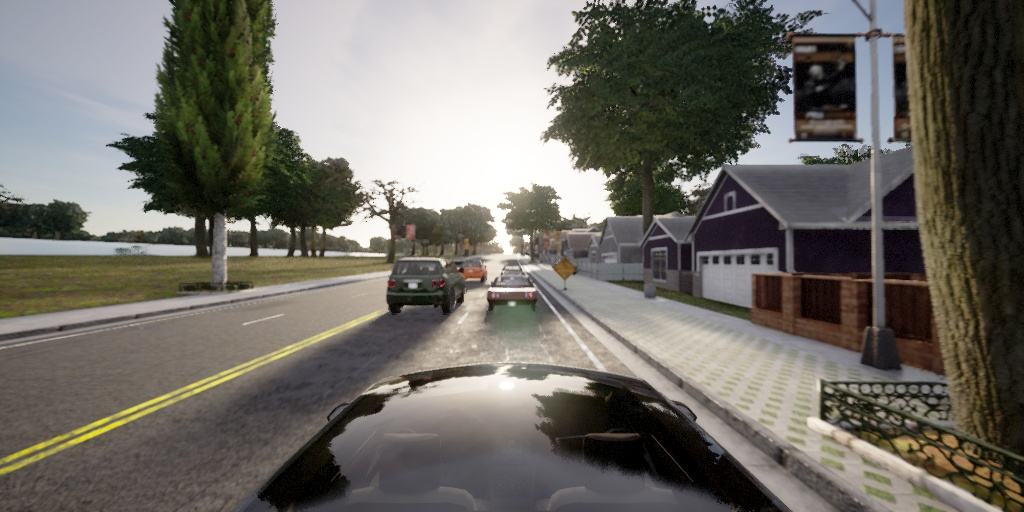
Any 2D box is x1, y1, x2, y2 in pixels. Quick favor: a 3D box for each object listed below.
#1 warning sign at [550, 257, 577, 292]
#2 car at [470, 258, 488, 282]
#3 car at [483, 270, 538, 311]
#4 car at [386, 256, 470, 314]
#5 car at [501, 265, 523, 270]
[{"bbox_3d":[2.854,0.962,19.238,1.300,1.860,1.060,0,0,0],"label":"warning sign"},{"bbox_3d":[-3.227,1.193,30.266,2.097,1.767,4.553,0,0,0],"label":"car"},{"bbox_3d":[0.016,1.440,15.099,1.895,1.301,4.718,0,0,0],"label":"car"},{"bbox_3d":[-3.240,1.062,14.438,2.150,2.045,5.566,0,0,0],"label":"car"},{"bbox_3d":[0.020,1.443,30.096,1.895,1.301,4.718,0,0,0],"label":"car"}]
